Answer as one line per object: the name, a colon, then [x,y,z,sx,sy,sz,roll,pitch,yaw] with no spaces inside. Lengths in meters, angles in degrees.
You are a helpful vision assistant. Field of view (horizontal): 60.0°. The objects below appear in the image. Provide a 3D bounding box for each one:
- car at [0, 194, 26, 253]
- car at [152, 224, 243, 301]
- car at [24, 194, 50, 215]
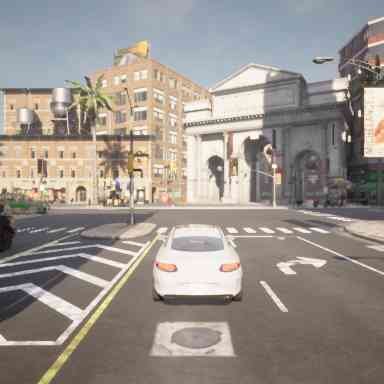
car: [-8.036,1.221,10.863,2.150,2.045,5.566,0,0,1]
car: [0.109,1.526,8.211,1.812,1.442,4.674,0,0,0]
car: [-17.284,1.221,33.487,5.566,2.045,2.150,0,0,1]
